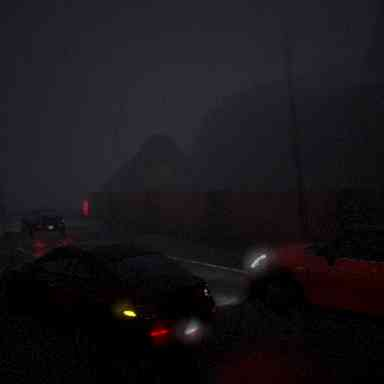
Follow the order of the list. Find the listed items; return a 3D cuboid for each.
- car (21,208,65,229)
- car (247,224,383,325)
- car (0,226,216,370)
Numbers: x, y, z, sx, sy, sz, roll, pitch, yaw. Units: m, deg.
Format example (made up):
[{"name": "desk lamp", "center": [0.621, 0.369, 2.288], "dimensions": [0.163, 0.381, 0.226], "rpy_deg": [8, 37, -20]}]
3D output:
[{"name": "car", "center": [-8.703, 1.678, 19.378], "dimensions": [1.812, 1.442, 4.674], "rpy_deg": [0, 0, -34]}, {"name": "car", "center": [3.306, 1.384, 6.144], "dimensions": [4.553, 1.767, 2.097], "rpy_deg": [0, -1, 38]}, {"name": "car", "center": [-1.708, 1.569, 5.787], "dimensions": [4.674, 1.442, 1.812], "rpy_deg": [-1, 0, 42]}]
